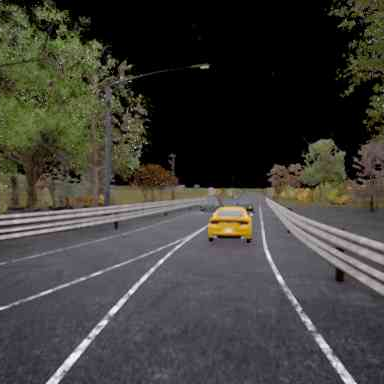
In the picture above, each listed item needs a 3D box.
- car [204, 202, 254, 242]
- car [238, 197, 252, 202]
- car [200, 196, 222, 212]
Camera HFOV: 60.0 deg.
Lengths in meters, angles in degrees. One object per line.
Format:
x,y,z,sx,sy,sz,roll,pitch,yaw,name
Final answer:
1.971,1.472,16.444,1.882,1.535,5.008,0,0,10,car
5.645,1.571,35.495,1.895,1.301,4.718,0,0,11,car
2.244,1.293,37.329,2.097,1.767,4.553,0,0,11,car
